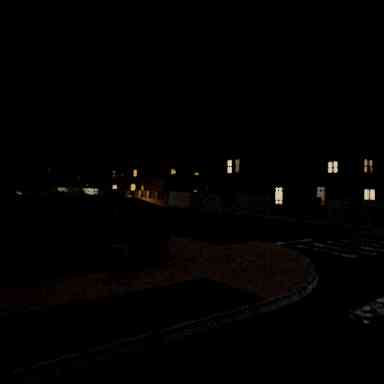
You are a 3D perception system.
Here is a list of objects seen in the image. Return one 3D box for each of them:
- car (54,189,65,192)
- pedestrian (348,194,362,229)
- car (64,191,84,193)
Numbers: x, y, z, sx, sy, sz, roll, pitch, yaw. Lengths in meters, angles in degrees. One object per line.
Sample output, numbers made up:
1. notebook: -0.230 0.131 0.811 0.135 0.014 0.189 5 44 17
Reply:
1. car: -22.171 0.254 55.446 2.128 1.511 4.902 1 1 -36
2. pedestrian: 8.539 1.020 17.518 0.375 1.860 0.375 3 -2 -36
3. car: -16.012 0.556 46.832 1.994 1.385 4.181 1 1 -35
